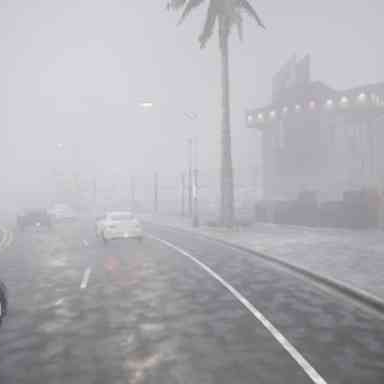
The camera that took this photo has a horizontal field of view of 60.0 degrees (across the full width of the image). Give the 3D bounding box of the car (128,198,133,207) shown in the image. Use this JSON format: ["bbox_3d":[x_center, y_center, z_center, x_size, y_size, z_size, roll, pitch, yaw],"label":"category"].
[{"bbox_3d":[-10.290,1.791,54.365,4.553,1.767,2.185,-1,-1,43],"label":"car"}]

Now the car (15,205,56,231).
[{"bbox_3d":[-10.893,1.770,22.851,1.837,1.490,4.892,0,-1,-31],"label":"car"}]

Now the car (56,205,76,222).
[{"bbox_3d":[-11.959,1.860,29.930,1.812,1.442,4.674,0,-1,-41],"label":"car"}]

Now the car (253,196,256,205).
[{"bbox_3d":[9.733,1.807,51.178,4.674,1.452,2.002,-1,-1,43],"label":"car"}]

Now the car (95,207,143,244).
[{"bbox_3d":[-3.743,1.695,16.766,1.812,1.442,4.674,0,-1,-21],"label":"car"}]

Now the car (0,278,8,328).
[{"bbox_3d":[-3.892,1.562,3.754,1.837,1.490,4.892,0,-1,-5],"label":"car"}]
